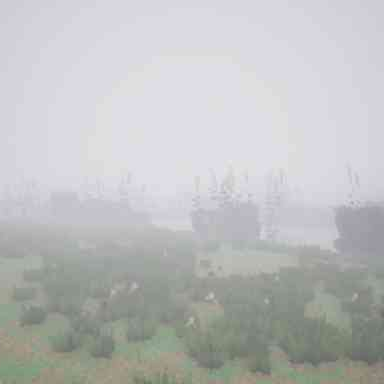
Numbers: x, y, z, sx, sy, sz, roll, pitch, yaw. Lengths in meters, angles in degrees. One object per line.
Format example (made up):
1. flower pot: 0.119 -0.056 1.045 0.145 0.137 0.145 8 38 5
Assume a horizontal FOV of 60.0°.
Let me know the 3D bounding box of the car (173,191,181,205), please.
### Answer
1. car: -0.388 0.975 50.521 2.150 2.045 5.566 -1 -2 44
